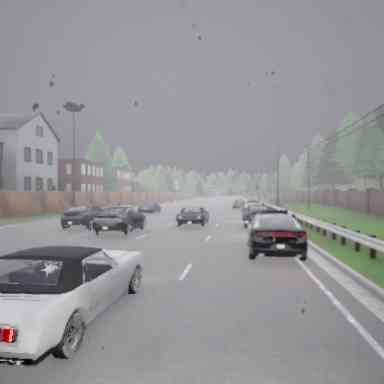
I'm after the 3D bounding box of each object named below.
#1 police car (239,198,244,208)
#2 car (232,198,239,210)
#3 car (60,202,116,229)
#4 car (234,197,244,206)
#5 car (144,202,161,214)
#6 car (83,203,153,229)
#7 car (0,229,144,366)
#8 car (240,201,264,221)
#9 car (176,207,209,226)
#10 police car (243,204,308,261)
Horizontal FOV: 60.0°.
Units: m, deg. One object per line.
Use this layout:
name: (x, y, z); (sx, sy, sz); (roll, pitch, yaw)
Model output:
police car: (5.255, 1.568, 28.646); (1.930, 1.638, 5.238); (0, 0, 8)
car: (6.898, 1.810, 48.344); (1.994, 1.385, 4.181); (0, 0, 8)
car: (-7.117, 1.652, 22.701); (1.837, 1.490, 4.892); (0, 0, 8)
car: (8.922, 1.799, 63.097); (1.882, 1.535, 5.008); (0, 0, 8)
car: (-4.925, 1.793, 38.694); (1.994, 1.385, 4.181); (0, 0, 8)
car: (-4.058, 1.610, 19.245); (2.128, 1.511, 4.902); (0, 0, 8)
car: (-2.336, 1.642, 6.050); (1.895, 1.301, 4.718); (0, 0, 8)
car: (4.425, 1.617, 22.592); (1.837, 1.490, 4.892); (0, 0, 8)
car: (0.164, 1.735, 24.272); (1.895, 1.301, 4.718); (0, 0, 8)
police car: (3.081, 1.487, 12.794); (1.930, 1.638, 5.238); (0, 0, 8)
